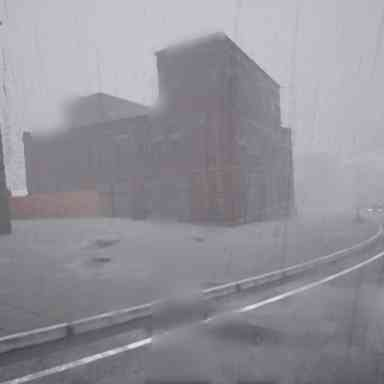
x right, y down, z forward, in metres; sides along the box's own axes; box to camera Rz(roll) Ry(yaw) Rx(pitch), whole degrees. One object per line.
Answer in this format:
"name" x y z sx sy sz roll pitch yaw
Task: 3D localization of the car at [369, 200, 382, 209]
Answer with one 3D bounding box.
"car" 35.912 2.372 65.221 2.097 1.767 4.553 -3 -2 31
